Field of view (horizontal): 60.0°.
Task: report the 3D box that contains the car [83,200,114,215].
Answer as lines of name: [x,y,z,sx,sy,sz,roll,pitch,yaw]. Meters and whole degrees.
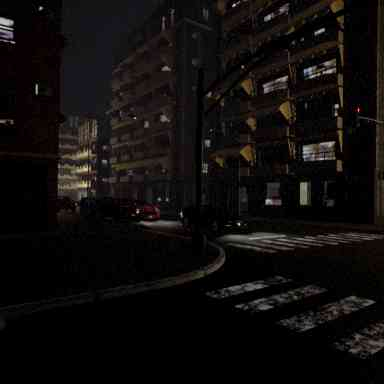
car: [-10.273,1.651,36.332,1.994,1.385,4.181,1,-1,-35]

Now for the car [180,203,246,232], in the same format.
car: [1.155,1.527,20.215,1.837,1.490,4.892,1,-1,-36]

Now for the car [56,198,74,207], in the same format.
car: [-22.455,1.751,58.665,1.837,1.490,4.892,1,-1,-35]

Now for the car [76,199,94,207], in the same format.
car: [-18.455,1.867,57.271,1.802,1.307,4.206,1,-1,-35]

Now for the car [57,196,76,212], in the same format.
car: [-15.230,1.368,39.066,2.192,1.841,5.009,1,-1,-35]

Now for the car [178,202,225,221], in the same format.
car: [0.757,1.686,30.093,1.752,1.417,4.829,1,-1,-35]

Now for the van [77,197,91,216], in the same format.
van: [-8.793,1.355,29.960,1.690,1.788,3.998,1,-1,-35]

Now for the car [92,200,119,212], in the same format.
car: [-11.141,1.733,42.659,1.994,1.385,4.181,1,-1,-35]

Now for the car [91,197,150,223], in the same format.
car: [-5.574,1.310,25.408,2.192,1.841,5.009,1,-1,-35]

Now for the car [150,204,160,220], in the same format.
car: [-4.570,1.405,28.263,2.097,1.767,4.553,1,-1,-35]
